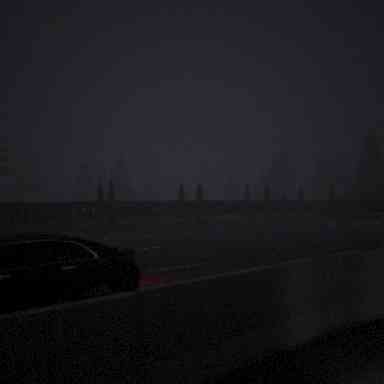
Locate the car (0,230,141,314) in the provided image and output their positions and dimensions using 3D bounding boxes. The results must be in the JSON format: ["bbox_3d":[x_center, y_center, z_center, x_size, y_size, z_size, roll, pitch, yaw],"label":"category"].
[{"bbox_3d":[-3.295,1.486,5.753,4.892,1.490,1.837,0,0,-34],"label":"car"}]
